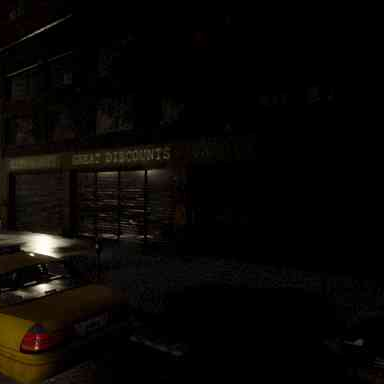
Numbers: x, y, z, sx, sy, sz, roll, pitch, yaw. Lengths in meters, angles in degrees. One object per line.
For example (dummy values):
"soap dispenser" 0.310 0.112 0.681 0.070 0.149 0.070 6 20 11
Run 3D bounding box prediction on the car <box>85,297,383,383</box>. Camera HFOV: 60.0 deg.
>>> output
"car" 1.628 1.551 1.922 4.403 1.369 2.008 0 1 36

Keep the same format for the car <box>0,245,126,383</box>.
"car" -3.056 1.523 5.267 4.829 1.417 1.752 0 1 36
